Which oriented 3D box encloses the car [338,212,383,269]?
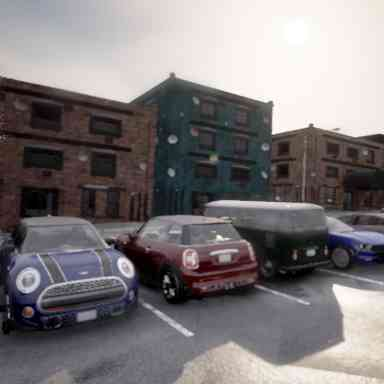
[{"bbox_3d":[4.279,1.511,11.620,2.097,1.535,5.008,0,0,-32],"label":"car"}]

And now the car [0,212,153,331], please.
[{"bbox_3d":[-2.859,1.377,7.174,2.185,1.767,4.553,0,0,-32],"label":"car"}]

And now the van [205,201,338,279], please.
[{"bbox_3d":[1.845,1.283,10.225,1.878,1.987,4.442,0,0,-32],"label":"van"}]

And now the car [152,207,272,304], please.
[{"bbox_3d":[-0.451,1.380,8.610,2.185,1.767,4.553,0,0,-32],"label":"car"}]

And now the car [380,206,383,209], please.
[{"bbox_3d":[9.016,1.546,14.619,2.163,1.488,4.792,0,0,-32],"label":"car"}]

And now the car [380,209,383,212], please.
[{"bbox_3d":[6.641,1.543,13.130,2.163,1.488,4.792,0,0,-32],"label":"car"}]
